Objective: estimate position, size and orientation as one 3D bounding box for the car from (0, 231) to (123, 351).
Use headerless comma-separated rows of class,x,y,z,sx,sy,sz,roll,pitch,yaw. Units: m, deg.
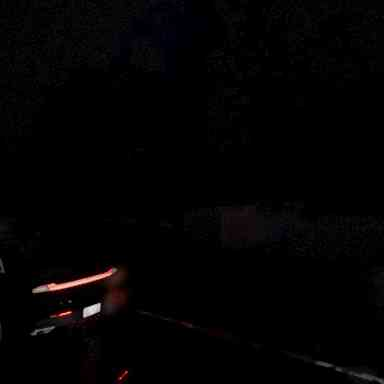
car,-3.452,1.489,6.159,4.902,1.511,2.128,0,0,34
